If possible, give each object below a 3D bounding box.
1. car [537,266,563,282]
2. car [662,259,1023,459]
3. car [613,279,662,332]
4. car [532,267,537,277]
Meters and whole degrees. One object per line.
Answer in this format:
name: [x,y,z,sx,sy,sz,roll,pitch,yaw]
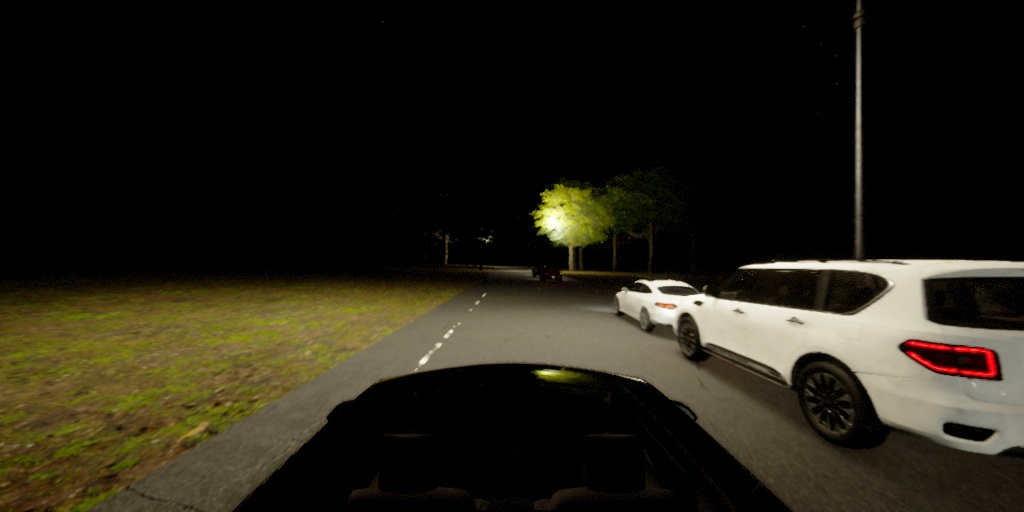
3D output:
car: [3.747,1.750,34.703,1.812,1.442,4.674,1,-1,0]
car: [4.569,1.079,5.495,2.150,2.045,5.566,1,-1,1]
car: [4.659,1.452,11.469,1.812,1.442,4.674,1,0,1]
car: [3.646,1.924,45.735,1.994,1.385,4.181,0,-1,-1]
